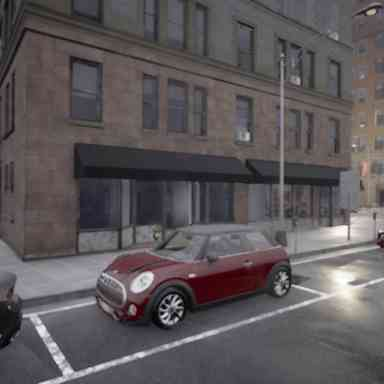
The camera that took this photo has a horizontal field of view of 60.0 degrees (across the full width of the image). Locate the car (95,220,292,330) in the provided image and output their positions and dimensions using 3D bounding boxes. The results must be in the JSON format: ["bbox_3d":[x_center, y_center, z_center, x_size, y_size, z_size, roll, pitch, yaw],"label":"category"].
[{"bbox_3d":[0.147,1.441,6.849,4.097,1.590,1.967,0,0,-35],"label":"car"}]

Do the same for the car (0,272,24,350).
[{"bbox_3d":[-4.334,1.550,3.671,4.403,1.369,2.008,0,0,-35],"label":"car"}]

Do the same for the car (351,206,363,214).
[{"bbox_3d":[14.436,1.524,33.337,1.895,1.301,4.718,1,0,-36],"label":"car"}]

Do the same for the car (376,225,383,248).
[{"bbox_3d":[9.107,1.447,13.206,4.097,1.590,1.967,0,0,-35],"label":"car"}]
